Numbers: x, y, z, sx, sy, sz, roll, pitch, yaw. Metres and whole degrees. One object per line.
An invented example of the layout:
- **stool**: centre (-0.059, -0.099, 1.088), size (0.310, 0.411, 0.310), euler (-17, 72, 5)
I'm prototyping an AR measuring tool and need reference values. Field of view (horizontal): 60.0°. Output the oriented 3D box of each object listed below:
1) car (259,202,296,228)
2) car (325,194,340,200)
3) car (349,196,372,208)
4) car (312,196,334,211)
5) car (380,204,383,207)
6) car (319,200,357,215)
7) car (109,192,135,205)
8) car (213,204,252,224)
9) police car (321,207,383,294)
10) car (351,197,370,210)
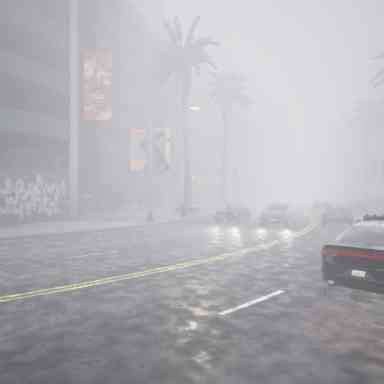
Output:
- **car**: centre (5.864, 1.494, 22.440), size (1.837, 1.490, 4.892), euler (1, 0, 24)
- **car**: centre (32.877, 1.318, 77.300), size (2.185, 1.767, 4.553), euler (0, 0, 16)
- **car**: centre (24.785, 1.461, 49.062), size (2.231, 1.521, 4.892), euler (0, 0, 16)
- **car**: centre (15.163, 1.506, 39.099), size (1.812, 1.442, 4.674), euler (0, 0, 16)
- **car**: centre (13.510, 1.518, 22.391), size (1.812, 1.442, 4.674), euler (0, 0, 21)
- **car**: centre (10.295, 1.553, 23.716), size (1.994, 1.385, 4.181), euler (0, 0, 21)
- **car**: centre (-10.836, 0.982, 51.444), size (2.435, 2.045, 5.566), euler (0, 0, 16)
- **car**: centre (3.113, 1.584, 24.795), size (1.895, 1.301, 4.718), euler (0, 0, 23)
- **police car**: centre (5.060, 1.422, 8.536), size (1.930, 1.638, 5.238), euler (0, 0, 42)
- **car**: centre (18.389, 1.548, 37.657), size (1.994, 1.385, 4.181), euler (0, 0, 16)
